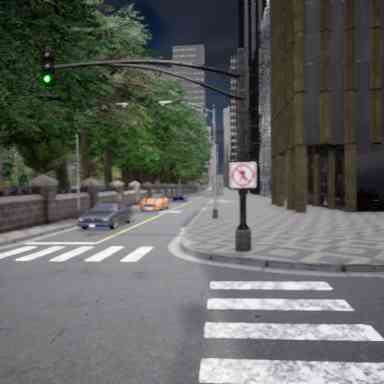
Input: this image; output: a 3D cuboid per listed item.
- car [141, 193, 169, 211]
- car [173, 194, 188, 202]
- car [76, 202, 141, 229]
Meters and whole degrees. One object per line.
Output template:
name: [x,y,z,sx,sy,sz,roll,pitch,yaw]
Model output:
car: [-3.632,0.907,32.576,2.097,1.767,4.553,-1,1,6]
car: [-1.795,0.889,51.288,1.895,1.301,4.718,-1,1,6]
car: [-4.857,1.294,19.629,2.033,1.411,5.357,-1,1,5]
